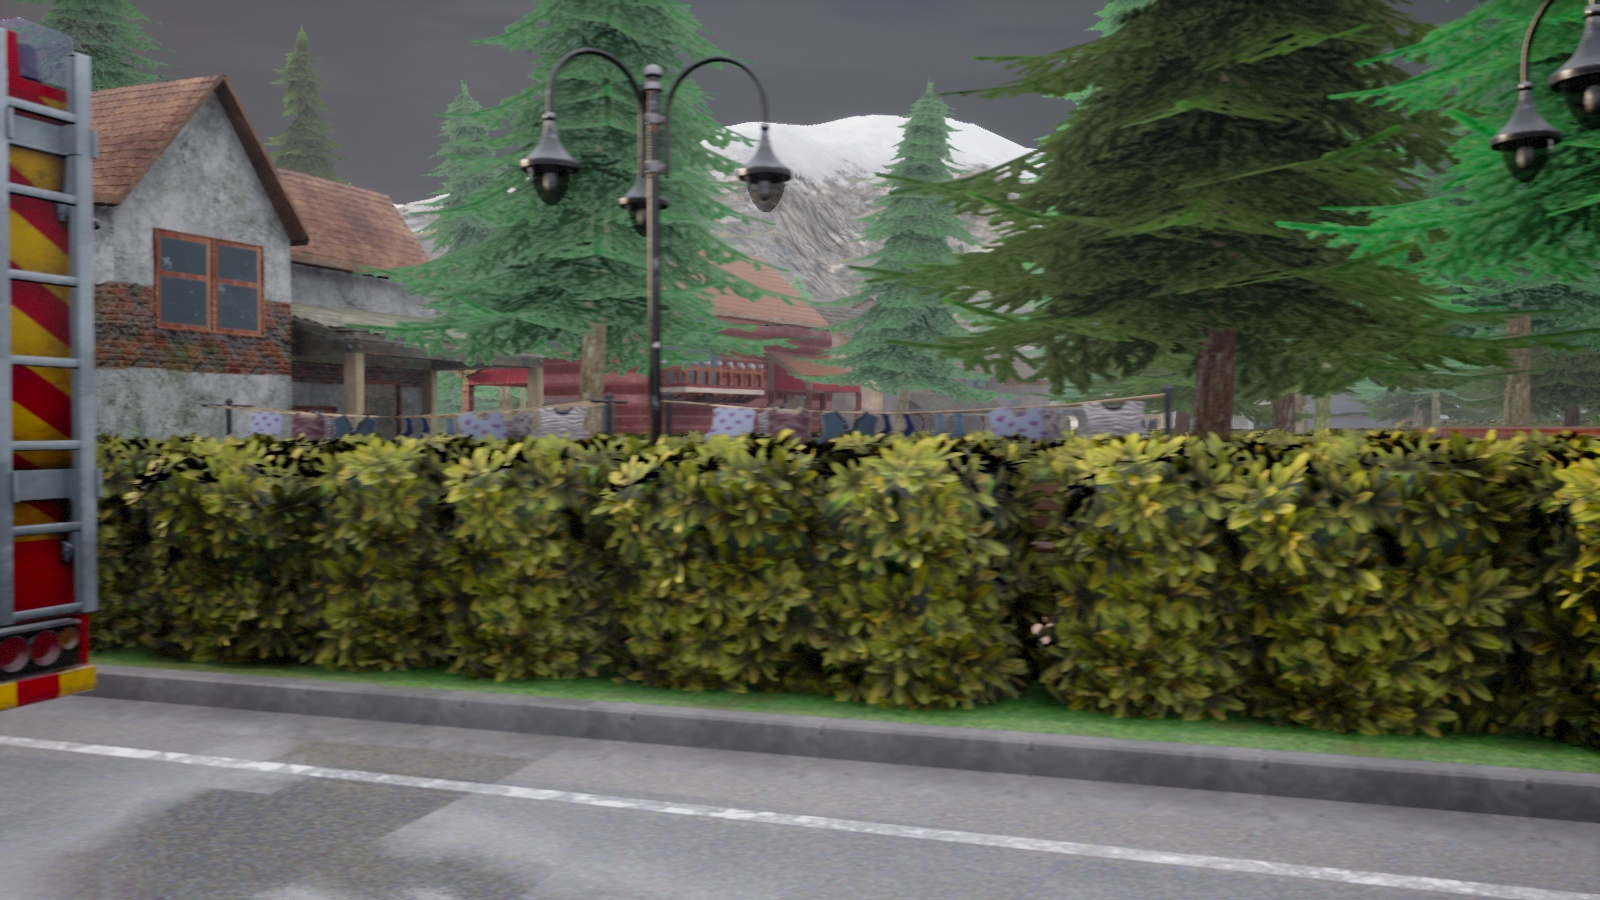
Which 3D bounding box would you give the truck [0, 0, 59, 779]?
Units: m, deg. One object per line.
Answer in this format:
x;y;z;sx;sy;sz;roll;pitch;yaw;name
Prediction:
-7.947;-0.462;5.850;8.468;3.827;2.891;1;1;19;truck
